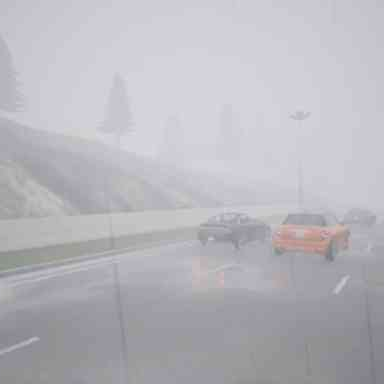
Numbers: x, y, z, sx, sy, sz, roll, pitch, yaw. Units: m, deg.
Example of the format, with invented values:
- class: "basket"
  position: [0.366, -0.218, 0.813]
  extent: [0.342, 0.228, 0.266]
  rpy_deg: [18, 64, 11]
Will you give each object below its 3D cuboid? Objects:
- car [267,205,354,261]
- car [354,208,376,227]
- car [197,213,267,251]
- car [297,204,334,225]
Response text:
- class: "car"
  position: [4.973, 1.541, 13.473]
  extent: [2.097, 1.767, 4.553]
  rpy_deg: [0, -1, 33]
- class: "car"
  position: [13.331, 1.937, 26.409]
  extent: [1.994, 1.385, 4.181]
  rpy_deg: [0, -1, 33]
- class: "car"
  position: [2.081, 1.706, 15.445]
  extent: [2.128, 1.511, 4.902]
  rpy_deg: [0, -1, 33]
- class: "car"
  position: [10.876, 1.883, 29.045]
  extent: [1.882, 1.535, 5.008]
  rpy_deg: [0, -1, 33]
